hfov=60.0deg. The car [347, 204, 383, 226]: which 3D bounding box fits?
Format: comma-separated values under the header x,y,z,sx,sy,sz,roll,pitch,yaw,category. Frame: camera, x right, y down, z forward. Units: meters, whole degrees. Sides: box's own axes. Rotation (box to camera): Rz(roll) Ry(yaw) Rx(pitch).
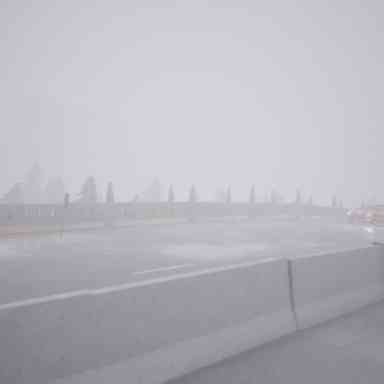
x,y,z,sx,sy,sz,roll,pitch,yaw,category
14.801,1.799,27.437,4.553,1.767,2.097,4,-2,-35,car
